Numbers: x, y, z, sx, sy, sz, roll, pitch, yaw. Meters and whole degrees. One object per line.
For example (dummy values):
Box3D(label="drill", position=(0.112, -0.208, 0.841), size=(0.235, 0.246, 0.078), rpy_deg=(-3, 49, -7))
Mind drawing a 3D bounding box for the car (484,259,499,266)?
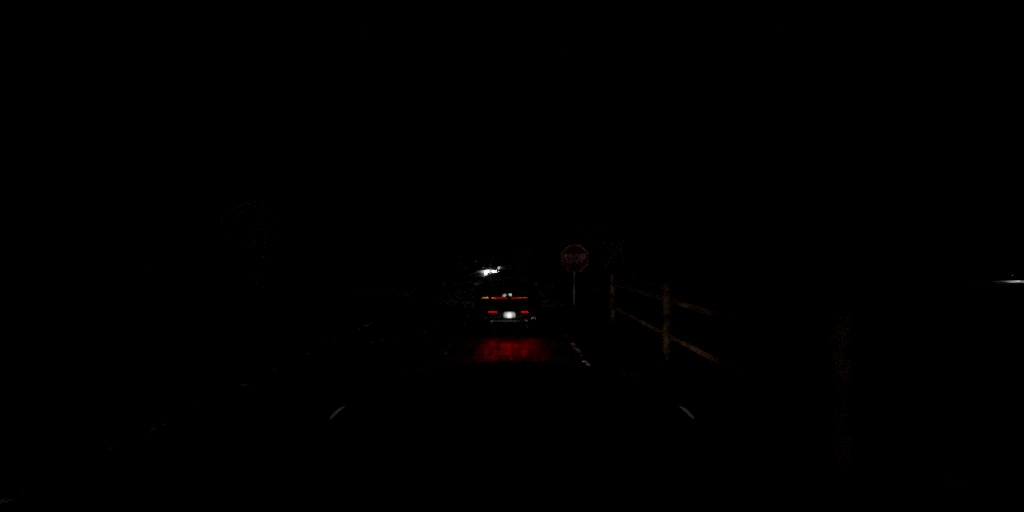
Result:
Box3D(label="car", position=(-2.980, 1.209, 51.571), size=(2.128, 1.511, 4.902), rpy_deg=(0, 0, -1))

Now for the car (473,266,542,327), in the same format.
Box3D(label="car", position=(-0.170, 1.243, 11.496), size=(1.837, 1.490, 4.892), rpy_deg=(0, 0, -3))

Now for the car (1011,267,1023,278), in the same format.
Box3D(label="car", position=(36.257, 0.942, 23.869), size=(4.181, 1.385, 1.994), rpy_deg=(-1, -1, 0))

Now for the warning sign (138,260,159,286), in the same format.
Box3D(label="warning sign", position=(-25.802, 1.197, 25.545), size=(1.060, 1.860, 1.300), rpy_deg=(0, 0, -1))
